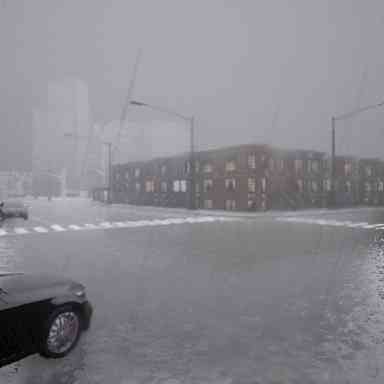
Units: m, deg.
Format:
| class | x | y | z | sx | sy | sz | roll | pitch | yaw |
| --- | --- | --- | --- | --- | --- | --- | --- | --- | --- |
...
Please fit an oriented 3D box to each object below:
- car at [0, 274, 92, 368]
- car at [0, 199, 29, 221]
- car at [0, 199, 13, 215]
| class | x | y | z | sx | sy | sz | roll | pitch | yaw |
| --- | --- | --- | --- | --- | --- | --- | --- | --- | --- |
| car | -3.329 | 1.527 | 3.675 | 1.812 | 1.442 | 4.674 | 0 | 0 | 33 |
| car | -14.601 | 1.494 | 27.035 | 1.837 | 1.490 | 4.892 | 0 | 0 | -36 |
| car | -19.969 | 1.513 | 34.587 | 1.812 | 1.442 | 4.674 | 0 | 0 | -36 |
